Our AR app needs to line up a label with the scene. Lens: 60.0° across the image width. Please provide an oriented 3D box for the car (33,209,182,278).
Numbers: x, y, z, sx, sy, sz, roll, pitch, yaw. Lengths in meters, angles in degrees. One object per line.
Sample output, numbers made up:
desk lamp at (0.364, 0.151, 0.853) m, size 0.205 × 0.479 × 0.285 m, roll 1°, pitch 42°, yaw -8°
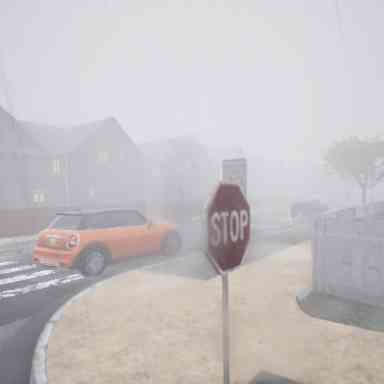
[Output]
car at (-2.325, 1.284, 10.299) m, size 2.097 × 1.767 × 4.553 m, roll -2°, pitch -1°, yaw 37°

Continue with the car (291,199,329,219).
car at (9.202, 1.282, 25.836) m, size 1.837 × 1.490 × 4.892 m, roll -2°, pitch -1°, yaw 37°
